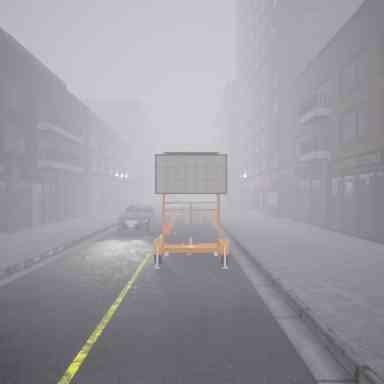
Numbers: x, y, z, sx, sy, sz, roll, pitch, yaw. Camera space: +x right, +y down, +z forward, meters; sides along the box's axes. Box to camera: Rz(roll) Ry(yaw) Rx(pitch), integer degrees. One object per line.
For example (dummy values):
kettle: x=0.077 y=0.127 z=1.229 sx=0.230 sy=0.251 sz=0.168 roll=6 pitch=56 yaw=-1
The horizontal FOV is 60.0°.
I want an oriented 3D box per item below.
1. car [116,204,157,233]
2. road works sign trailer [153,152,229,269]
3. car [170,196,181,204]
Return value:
car: x=-3.164 y=1.498 z=19.749 sx=2.128 sy=1.511 sz=4.902 roll=0 pitch=0 yaw=0
road works sign trailer: x=-0.029 y=0.467 z=11.182 sx=2.380 sy=3.560 sz=2.880 roll=0 pitch=0 yaw=0
car: x=-3.215 y=1.544 z=66.043 sx=2.128 sy=1.511 sz=4.902 roll=0 pitch=0 yaw=0
